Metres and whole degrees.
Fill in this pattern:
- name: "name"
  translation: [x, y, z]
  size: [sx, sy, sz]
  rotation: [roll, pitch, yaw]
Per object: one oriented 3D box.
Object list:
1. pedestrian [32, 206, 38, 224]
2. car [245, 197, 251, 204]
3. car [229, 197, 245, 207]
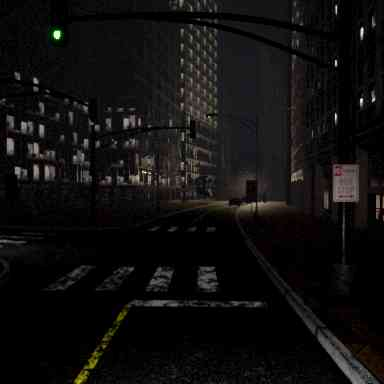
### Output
- name: "pedestrian"
  translation: [-9.371, 1.345, 19.865]
  size: [0.500, 1.100, 0.500]
  rotation: [0, 0, 17]
- name: "car"
  translation: [10.988, 1.770, 69.138]
  size: [1.837, 1.490, 4.892]
  rotation: [0, 0, 18]
- name: "car"
  translation: [7.382, 1.681, 56.450]
  size: [1.837, 1.490, 4.892]
  rotation: [0, -1, 14]
